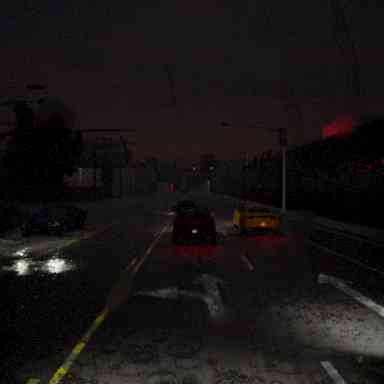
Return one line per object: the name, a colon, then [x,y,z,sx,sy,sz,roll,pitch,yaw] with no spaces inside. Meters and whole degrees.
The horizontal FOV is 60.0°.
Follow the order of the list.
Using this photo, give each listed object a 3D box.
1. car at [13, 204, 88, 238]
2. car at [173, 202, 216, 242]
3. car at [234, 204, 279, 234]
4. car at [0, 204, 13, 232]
car: [-7.053,1.451,17.568,1.882,1.535,5.008,0,0,1]
car: [0.102,1.457,16.196,1.882,1.535,5.008,0,0,0]
car: [3.599,1.451,19.308,1.882,1.535,5.008,0,0,0]
car: [-10.551,1.454,17.838,1.882,1.535,5.008,0,0,1]
